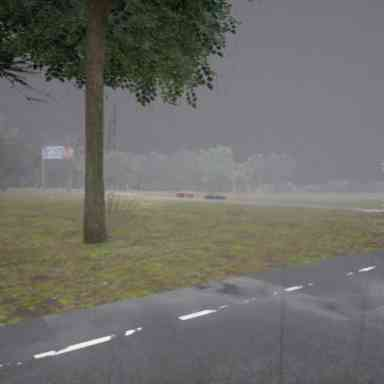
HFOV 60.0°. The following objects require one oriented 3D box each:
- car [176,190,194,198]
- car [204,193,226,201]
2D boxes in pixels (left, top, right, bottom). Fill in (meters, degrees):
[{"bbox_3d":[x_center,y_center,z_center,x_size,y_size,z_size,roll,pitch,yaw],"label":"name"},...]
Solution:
[{"bbox_3d":[-1.479,0.348,70.943,2.097,1.767,4.553,2,0,-35],"label":"car"},{"bbox_3d":[4.286,0.916,62.813,1.895,1.301,4.718,2,0,-35],"label":"car"}]
